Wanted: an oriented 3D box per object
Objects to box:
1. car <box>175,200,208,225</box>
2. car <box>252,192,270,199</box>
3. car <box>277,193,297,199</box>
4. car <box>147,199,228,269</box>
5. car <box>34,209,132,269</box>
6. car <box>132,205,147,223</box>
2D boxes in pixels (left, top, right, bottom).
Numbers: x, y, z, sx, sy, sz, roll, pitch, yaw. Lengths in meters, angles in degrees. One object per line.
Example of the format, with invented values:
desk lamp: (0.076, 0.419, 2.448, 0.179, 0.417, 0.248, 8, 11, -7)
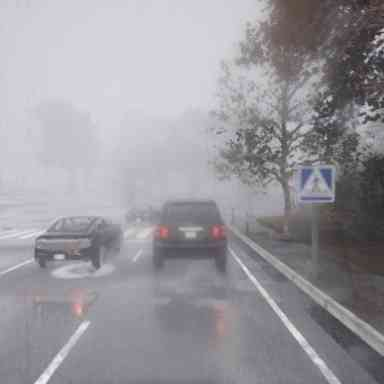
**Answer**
car: (0.060, 1.496, 25.466, 1.882, 1.535, 5.008, 0, 0, 7)
car: (14.642, 0.803, 71.581, 2.033, 1.411, 5.357, -1, 2, -25)
car: (19.302, 0.808, 68.011, 1.895, 1.301, 4.718, -1, 2, -16)
car: (-0.127, 1.265, 11.468, 2.150, 2.045, 5.566, 0, -1, -2)
car: (-3.632, 1.557, 11.455, 2.128, 1.511, 4.902, 0, 0, -1)
car: (-3.489, 1.632, 25.024, 1.895, 1.301, 4.718, 0, 0, 5)
